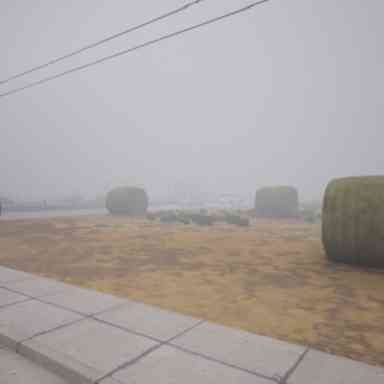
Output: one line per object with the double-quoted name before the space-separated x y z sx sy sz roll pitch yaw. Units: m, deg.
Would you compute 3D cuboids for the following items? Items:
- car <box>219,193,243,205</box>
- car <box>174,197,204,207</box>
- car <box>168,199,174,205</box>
"car" 6.942 1.182 59.452 2.150 2.045 5.566 0 0 38
"car" -0.101 1.488 50.469 1.812 1.442 4.674 0 0 39
"car" -1.948 1.526 53.917 1.994 1.385 4.181 0 0 39
